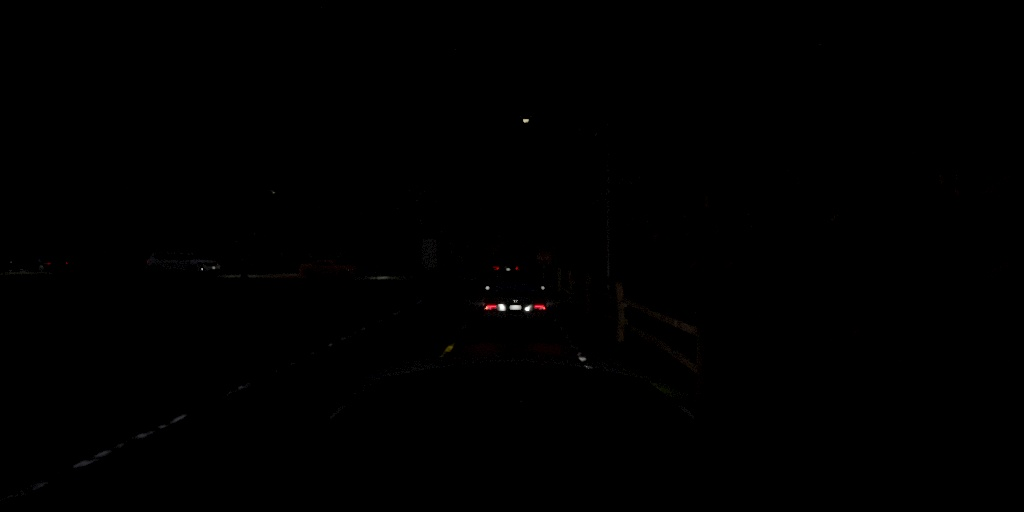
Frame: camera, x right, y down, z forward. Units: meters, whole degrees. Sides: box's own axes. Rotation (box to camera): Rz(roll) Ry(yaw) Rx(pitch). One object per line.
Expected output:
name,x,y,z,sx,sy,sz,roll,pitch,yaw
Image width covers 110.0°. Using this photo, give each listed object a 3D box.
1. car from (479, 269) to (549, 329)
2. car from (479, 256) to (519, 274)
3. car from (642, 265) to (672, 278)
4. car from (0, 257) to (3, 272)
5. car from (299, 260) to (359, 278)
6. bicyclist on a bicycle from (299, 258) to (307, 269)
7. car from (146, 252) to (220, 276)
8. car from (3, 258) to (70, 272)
car,0.102,1.325,11.357,2.033,1.411,5.357,0,0,0
car,-1.032,1.048,27.970,2.150,2.045,5.566,1,0,-16
car,15.673,1.585,35.015,5.357,1.411,2.033,1,0,1
car,-49.558,0.466,32.922,5.566,2.045,2.150,0,0,1
car,-16.482,1.136,32.451,5.008,1.535,1.882,1,0,1
bicyclist on a bicycle,-22.408,1.035,38.496,0.582,1.620,1.656,1,0,1
car,-29.857,0.712,32.606,5.566,2.045,2.150,1,0,1
car,-47.026,0.832,35.711,4.181,1.385,1.994,1,0,1
